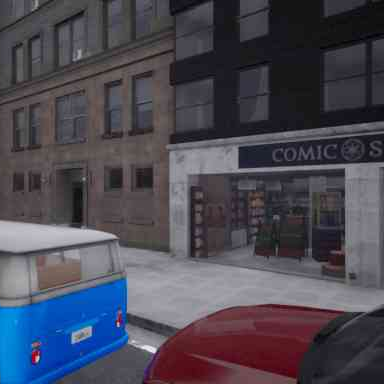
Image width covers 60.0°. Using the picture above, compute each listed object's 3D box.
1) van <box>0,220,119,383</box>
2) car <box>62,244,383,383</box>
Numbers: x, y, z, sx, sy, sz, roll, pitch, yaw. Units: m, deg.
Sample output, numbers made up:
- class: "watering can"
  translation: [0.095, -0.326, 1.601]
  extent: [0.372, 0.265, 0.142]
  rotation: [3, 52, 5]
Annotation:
- class: "van"
  translation: [-2.723, 1.341, 4.755]
  extent: [3.998, 1.788, 1.690]
  rotation: [0, 0, 36]
- class: "car"
  translation: [1.899, 1.315, 1.456]
  extent: [5.009, 1.841, 2.192]
  rotation: [0, 0, 36]
